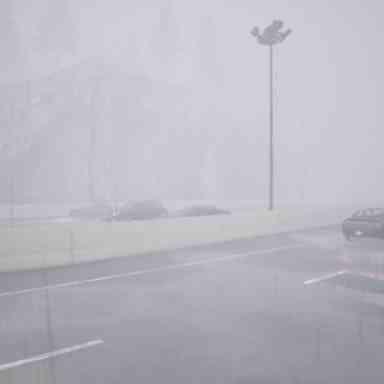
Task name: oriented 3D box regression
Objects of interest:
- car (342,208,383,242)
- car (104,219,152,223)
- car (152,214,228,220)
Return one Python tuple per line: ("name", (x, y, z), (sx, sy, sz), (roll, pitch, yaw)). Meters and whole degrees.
("car", (8.761, 1.493, 15.364), (4.902, 1.511, 2.128), (0, 0, -40))
("car", (-3.889, 1.382, 23.168), (4.553, 1.767, 2.097), (0, 0, -39))
("car", (0.342, 1.570, 22.065), (5.357, 1.411, 2.033), (0, 0, -39))
